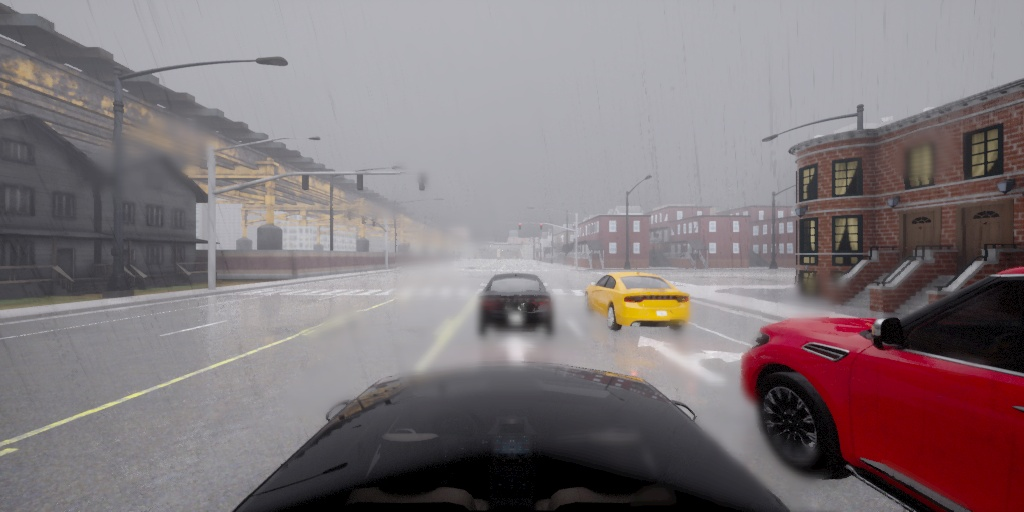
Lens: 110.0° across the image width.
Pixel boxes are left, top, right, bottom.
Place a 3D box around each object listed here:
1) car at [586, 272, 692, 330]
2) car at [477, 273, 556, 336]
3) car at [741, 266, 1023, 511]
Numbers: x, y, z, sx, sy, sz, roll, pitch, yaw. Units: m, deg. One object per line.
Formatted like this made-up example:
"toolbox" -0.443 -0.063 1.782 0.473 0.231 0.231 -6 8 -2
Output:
"car" 3.604 1.228 11.097 1.882 1.535 5.008 0 0 0
"car" 0.102 1.228 10.392 1.882 1.535 5.008 0 0 0
"car" 3.598 0.971 1.572 2.150 2.045 5.566 0 0 0
